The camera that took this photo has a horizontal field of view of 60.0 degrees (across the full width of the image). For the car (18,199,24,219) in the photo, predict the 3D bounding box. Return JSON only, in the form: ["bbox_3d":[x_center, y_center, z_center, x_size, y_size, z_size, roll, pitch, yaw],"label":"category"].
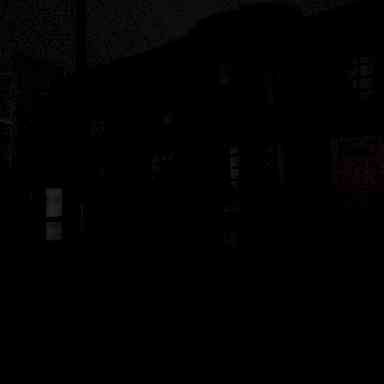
[{"bbox_3d":[-13.938,1.221,30.111,2.150,2.045,5.566,0,0,35],"label":"car"}]
